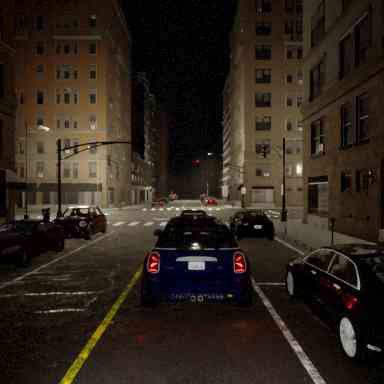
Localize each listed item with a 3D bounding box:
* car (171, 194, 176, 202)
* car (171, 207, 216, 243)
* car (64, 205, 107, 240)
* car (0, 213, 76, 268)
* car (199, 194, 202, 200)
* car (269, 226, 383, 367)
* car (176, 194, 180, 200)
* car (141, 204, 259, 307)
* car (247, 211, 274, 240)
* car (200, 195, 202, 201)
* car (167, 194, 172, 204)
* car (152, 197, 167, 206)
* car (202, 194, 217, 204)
[{"bbox_3d":[-5.393,1.625,80.640,1.752,1.417,4.829,0,0,0],"label":"car"},{"bbox_3d":[0.084,1.564,16.714,1.994,1.385,4.181,0,0,0],"label":"car"},{"bbox_3d":[-5.631,1.441,16.665,1.967,1.590,4.097,0,0,0],"label":"car"},{"bbox_3d":[-5.645,1.582,11.163,1.802,1.307,4.206,0,0,0],"label":"car"},{"bbox_3d":[3.109,1.524,75.369,1.967,1.590,4.097,0,0,0],"label":"car"},{"bbox_3d":[2.867,1.551,5.641,2.008,1.369,4.403,0,0,0],"label":"car"},{"bbox_3d":[-5.347,1.456,91.627,2.192,1.841,5.009,0,0,0],"label":"car"},{"bbox_3d":[0.097,1.352,8.131,2.097,1.767,4.553,0,0,0],"label":"car"},{"bbox_3d":[2.894,1.567,16.644,1.947,1.339,4.313,0,0,0],"label":"car"},{"bbox_3d":[3.065,1.607,64.551,2.008,1.369,4.403,0,0,0],"label":"car"},{"bbox_3d":[-5.460,1.606,64.584,2.008,1.369,4.403,0,0,0],"label":"car"},{"bbox_3d":[-5.507,1.618,53.767,1.802,1.307,4.206,0,0,0],"label":"car"},{"bbox_3d":[3.018,1.476,53.734,1.967,1.590,4.097,0,0,0],"label":"car"}]
